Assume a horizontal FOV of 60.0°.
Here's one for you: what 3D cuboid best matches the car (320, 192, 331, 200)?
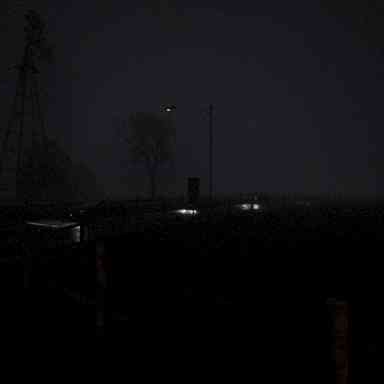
[{"bbox_3d":[24.757,0.710,62.544,1.994,1.385,4.181,1,1,36],"label":"car"}]

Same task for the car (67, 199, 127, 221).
[{"bbox_3d":[-6.832,1.247,24.388,1.812,1.442,4.674,1,2,35],"label":"car"}]

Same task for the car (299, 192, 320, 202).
[{"bbox_3d":[18.959,0.800,54.360,1.812,1.442,4.674,1,2,35],"label":"car"}]

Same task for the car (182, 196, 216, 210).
[{"bbox_3d":[0.830,1.110,35.175,1.994,1.385,4.181,1,2,36],"label":"car"}]

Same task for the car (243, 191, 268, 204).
[{"bbox_3d":[9.011,0.713,46.670,2.097,1.767,4.553,1,2,36],"label":"car"}]
